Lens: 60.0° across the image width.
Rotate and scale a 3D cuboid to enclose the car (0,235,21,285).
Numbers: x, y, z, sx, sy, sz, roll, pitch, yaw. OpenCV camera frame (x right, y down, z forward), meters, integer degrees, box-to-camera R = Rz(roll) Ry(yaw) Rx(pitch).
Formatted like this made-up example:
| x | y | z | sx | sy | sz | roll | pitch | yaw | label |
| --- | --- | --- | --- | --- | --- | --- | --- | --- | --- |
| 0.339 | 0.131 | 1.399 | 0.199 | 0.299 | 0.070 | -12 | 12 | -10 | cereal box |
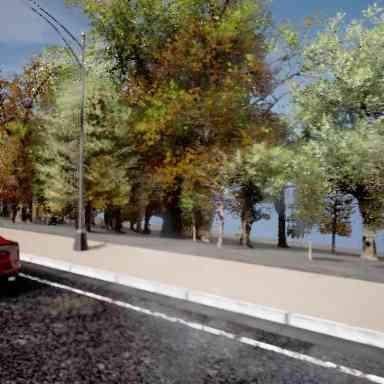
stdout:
| x | y | z | sx | sy | sz | roll | pitch | yaw | label |
| --- | --- | --- | --- | --- | --- | --- | --- | --- | --- |
| -6.077 | 1.372 | 7.892 | 5.008 | 1.535 | 1.882 | 1 | 0 | 35 | car |
